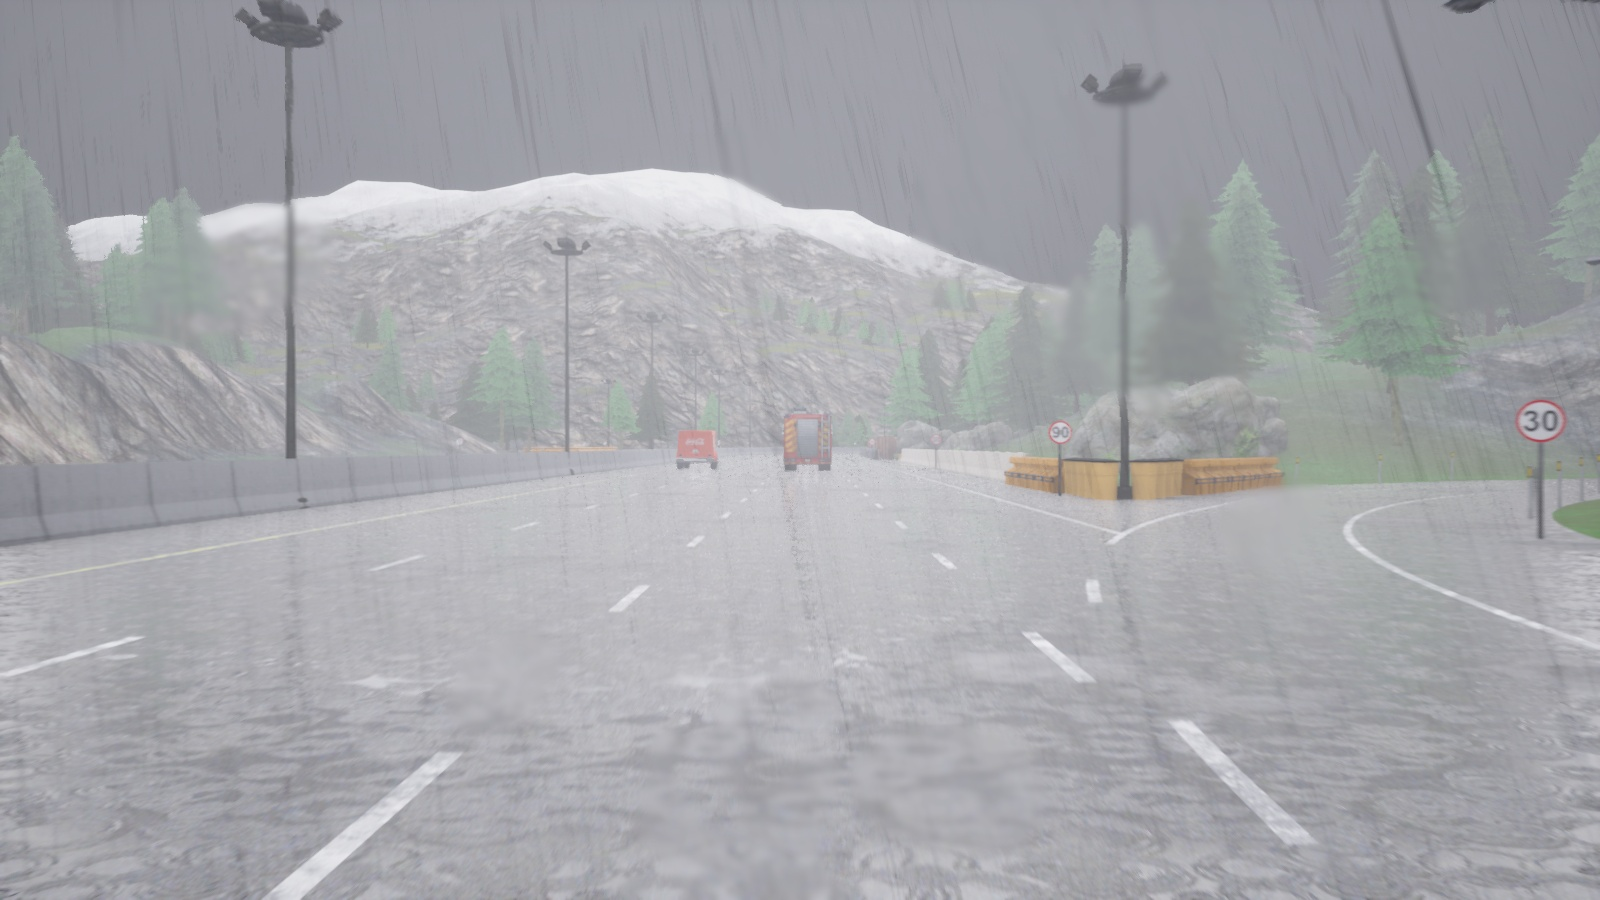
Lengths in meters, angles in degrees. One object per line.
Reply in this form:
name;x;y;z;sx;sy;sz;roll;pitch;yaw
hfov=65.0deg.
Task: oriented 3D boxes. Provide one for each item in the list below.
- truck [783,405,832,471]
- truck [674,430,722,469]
truck;0.459;-0.694;77.273;2.891;3.827;8.468;0;0;0
truck;-6.521;-0.036;80.799;2.627;2.467;5.204;0;0;0
